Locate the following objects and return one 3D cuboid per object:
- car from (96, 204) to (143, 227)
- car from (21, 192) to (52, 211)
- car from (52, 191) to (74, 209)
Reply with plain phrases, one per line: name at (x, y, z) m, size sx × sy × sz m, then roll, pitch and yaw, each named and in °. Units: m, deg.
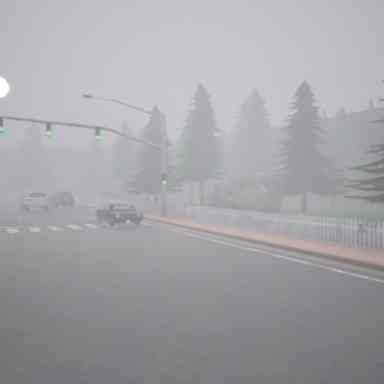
car at (-4.826, 1.419, 21.535) m, size 1.895 × 1.301 × 4.718 m, roll -1°, pitch 1°, yaw -29°
car at (-17.308, 0.974, 36.552) m, size 2.150 × 2.045 × 5.566 m, roll 0°, pitch 0°, yaw -33°
car at (-16.351, 0.928, 41.256) m, size 2.150 × 2.045 × 5.566 m, roll 0°, pitch 0°, yaw -36°
